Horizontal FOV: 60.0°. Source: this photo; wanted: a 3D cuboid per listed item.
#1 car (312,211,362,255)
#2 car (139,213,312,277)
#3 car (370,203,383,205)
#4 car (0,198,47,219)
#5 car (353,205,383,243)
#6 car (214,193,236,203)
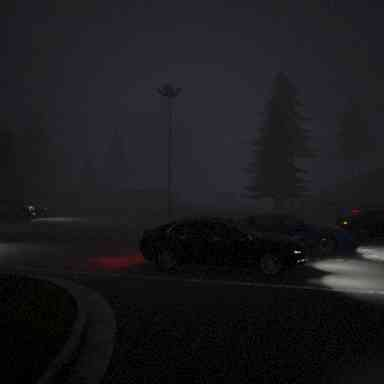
[{"bbox_3d":[3.336,1.529,12.913,5.357,1.411,2.033,0,0,14],"label":"car"},{"bbox_3d":[0.852,1.491,9.937,4.892,1.490,1.837,0,0,15],"label":"car"},{"bbox_3d":[12.875,1.455,21.298,4.902,1.511,2.128,0,0,14],"label":"car"},{"bbox_3d":[-14.727,1.329,28.406,4.553,1.767,2.097,0,0,14],"label":"car"},{"bbox_3d":[8.941,1.500,15.081,4.674,1.442,1.812,0,0,14],"label":"car"},{"bbox_3d":[6.949,1.130,69.679,2.150,2.045,5.566,0,0,-32],"label":"car"}]
